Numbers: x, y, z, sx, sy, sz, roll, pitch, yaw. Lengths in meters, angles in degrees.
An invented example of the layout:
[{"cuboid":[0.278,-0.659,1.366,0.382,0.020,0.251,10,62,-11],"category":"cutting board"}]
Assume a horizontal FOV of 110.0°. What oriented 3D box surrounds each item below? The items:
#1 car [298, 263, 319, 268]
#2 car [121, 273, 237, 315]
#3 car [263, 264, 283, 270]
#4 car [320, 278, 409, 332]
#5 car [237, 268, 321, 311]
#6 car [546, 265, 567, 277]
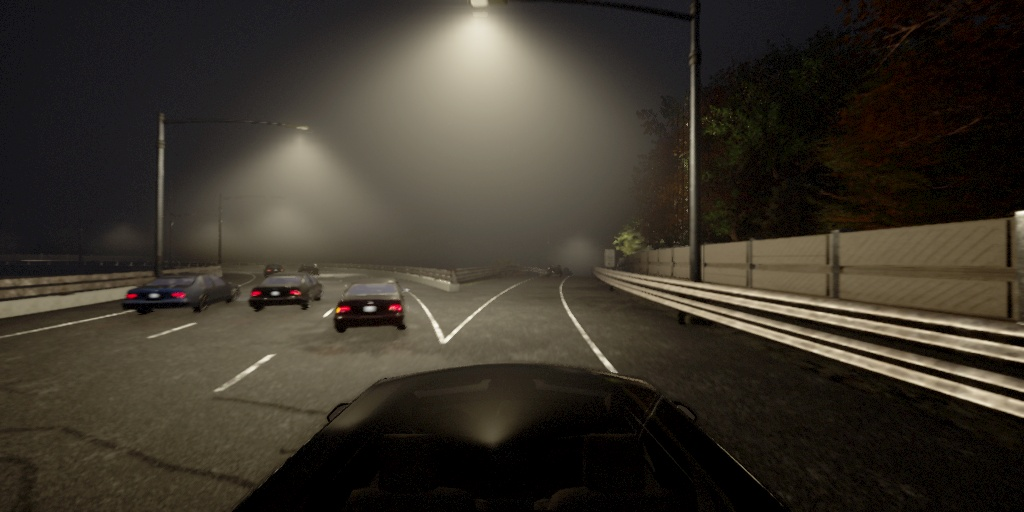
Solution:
[{"cuboid":[-24.189,1.587,42.708,2.128,1.511,4.902,1,-1,-36],"category":"car"},{"cuboid":[-12.637,1.379,14.145,2.033,1.411,5.357,1,-1,-20],"category":"car"},{"cuboid":[-26.698,1.606,40.318,2.033,1.411,5.357,1,-1,-36],"category":"car"},{"cuboid":[-4.281,1.384,11.299,2.033,1.411,5.357,0,-1,-17],"category":"car"},{"cuboid":[-9.275,1.404,15.120,2.033,1.411,5.357,1,-1,-20],"category":"car"},{"cuboid":[5.434,1.823,45.155,2.128,1.511,4.902,0,-2,11],"category":"car"}]
